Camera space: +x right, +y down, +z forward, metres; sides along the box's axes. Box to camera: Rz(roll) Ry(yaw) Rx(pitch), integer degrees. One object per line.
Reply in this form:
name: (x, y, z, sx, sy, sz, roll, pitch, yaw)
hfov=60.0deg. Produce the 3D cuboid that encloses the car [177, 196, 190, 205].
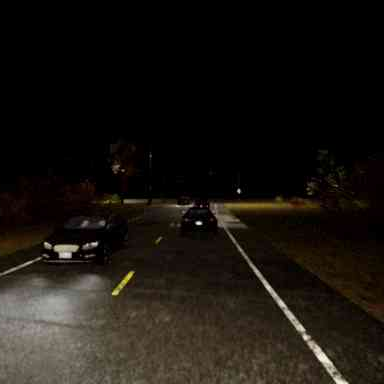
car: (-1.361, 1.438, 55.045, 1.837, 1.490, 4.892, 0, 0, 5)

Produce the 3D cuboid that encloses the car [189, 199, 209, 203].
car: (1.118, 1.525, 36.954, 2.033, 1.411, 5.357, 0, 0, 3)

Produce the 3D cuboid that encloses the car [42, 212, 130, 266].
car: (-3.464, 1.489, 11.651, 2.128, 1.511, 4.902, 0, 0, 1)

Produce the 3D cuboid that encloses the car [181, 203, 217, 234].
car: (0.408, 1.561, 19.050, 1.994, 1.385, 4.181, 0, 0, 2)
